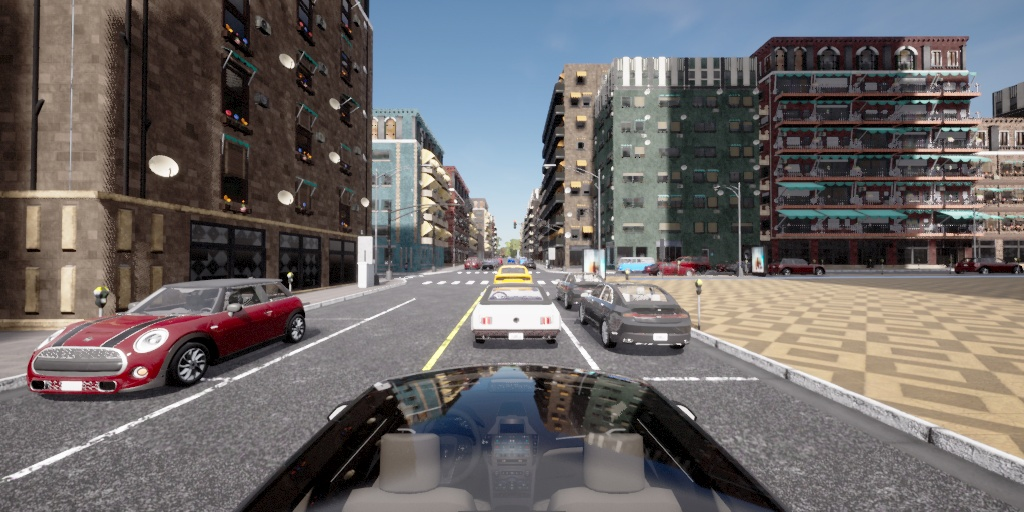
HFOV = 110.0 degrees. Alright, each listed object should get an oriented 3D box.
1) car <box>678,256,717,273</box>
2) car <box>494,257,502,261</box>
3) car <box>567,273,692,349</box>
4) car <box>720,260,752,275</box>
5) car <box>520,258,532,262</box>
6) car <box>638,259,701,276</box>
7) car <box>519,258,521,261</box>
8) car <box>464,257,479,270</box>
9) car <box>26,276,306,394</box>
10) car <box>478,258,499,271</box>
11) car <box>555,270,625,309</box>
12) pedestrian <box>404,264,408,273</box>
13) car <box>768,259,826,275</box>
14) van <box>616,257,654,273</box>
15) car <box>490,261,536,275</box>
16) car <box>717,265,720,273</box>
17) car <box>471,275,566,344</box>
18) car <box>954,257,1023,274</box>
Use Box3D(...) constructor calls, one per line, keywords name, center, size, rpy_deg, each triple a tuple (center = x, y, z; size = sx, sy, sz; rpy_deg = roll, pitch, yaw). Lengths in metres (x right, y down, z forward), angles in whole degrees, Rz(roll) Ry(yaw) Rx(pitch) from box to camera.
Box3D(name="car", center=(19.223, 0.978, 39.554), size=(5.009, 1.841, 2.192), rpy_deg=(0, 0, 0))
Box3D(name="car", center=(-3.200, 1.320, 60.132), size=(2.033, 1.411, 5.357), rpy_deg=(0, 0, 0))
Box3D(name="car", center=(2.807, 1.303, 8.984), size=(2.007, 1.370, 4.403), rpy_deg=(0, 0, 0))
Box3D(name="car", center=(23.147, 1.094, 33.756), size=(5.357, 1.411, 2.033), rpy_deg=(0, -1, 0))
Box3D(name="car", center=(2.590, 1.335, 52.747), size=(1.948, 1.339, 4.313), rpy_deg=(0, 0, 0))
Box3D(name="car", center=(13.650, 1.163, 31.202), size=(4.207, 1.307, 1.802), rpy_deg=(0, 0, 0))
Box3D(name="car", center=(2.579, 1.353, 58.317), size=(1.802, 1.307, 4.207), rpy_deg=(0, 0, 0))
Box3D(name="car", center=(-5.791, 1.084, 52.770), size=(2.192, 1.841, 5.009), rpy_deg=(0, 0, 0))
Box3D(name="car", center=(-5.829, 1.191, 6.731), size=(1.967, 1.591, 4.097), rpy_deg=(0, 0, 0))
Box3D(name="car", center=(-3.213, 1.369, 50.439), size=(1.895, 1.301, 4.718), rpy_deg=(0, 0, 1))
Box3D(name="car", center=(2.795, 1.304, 14.554), size=(2.007, 1.370, 4.403), rpy_deg=(0, 0, 0))
Box3D(name="pedestrian", center=(-12.610, 1.098, 42.681), size=(0.375, 1.860, 0.375), rpy_deg=(0, 0, 0))
Box3D(name="car", center=(24.705, 0.936, 31.145), size=(4.097, 1.591, 1.967), rpy_deg=(0, 0, 0))
Box3D(name="van", center=(13.695, 1.046, 39.583), size=(3.998, 1.789, 1.690), rpy_deg=(0, 0, 0))
Box3D(name="car", center=(0.058, 1.233, 19.021), size=(1.882, 1.535, 5.008), rpy_deg=(0, 0, 0))
Box3D(name="car", center=(24.751, 1.166, 39.525), size=(4.507, 1.381, 1.888), rpy_deg=(0, 0, 0))
Box3D(name="car", center=(0.083, 1.353, 9.568), size=(1.895, 1.301, 4.718), rpy_deg=(0, 0, 0))
Box3D(name="car", center=(41.286, 0.812, 31.059), size=(4.097, 1.591, 1.967), rpy_deg=(0, 0, 0))
